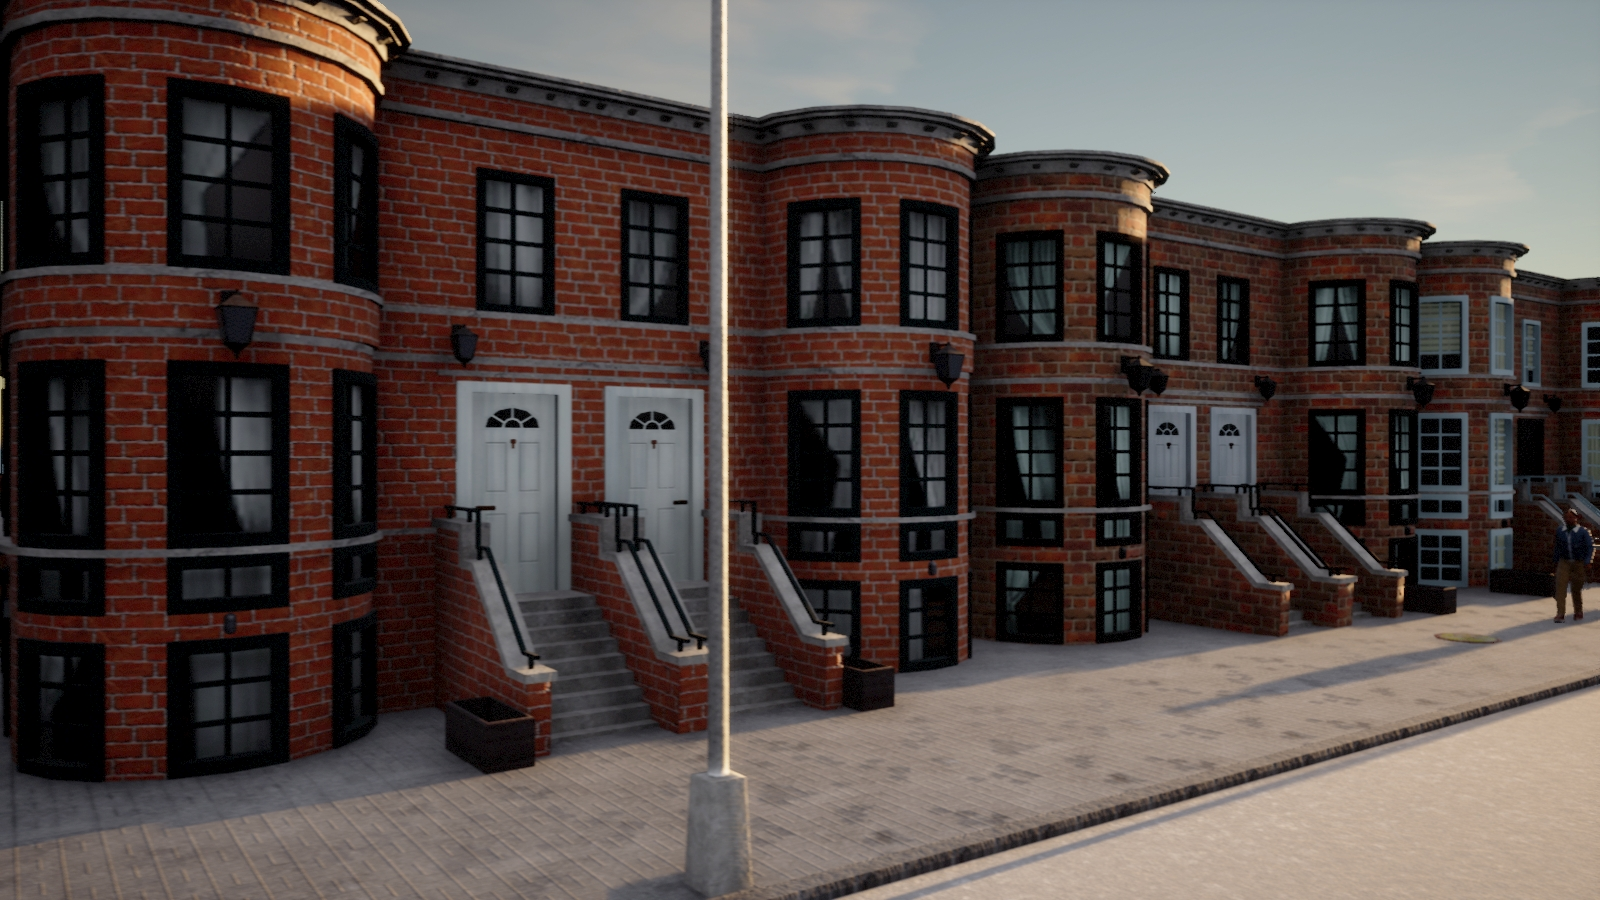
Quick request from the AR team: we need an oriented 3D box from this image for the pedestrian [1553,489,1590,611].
[{"bbox_3d":[12.012,1.540,17.798,0.375,1.860,0.375,0,0,-36],"label":"pedestrian"}]
